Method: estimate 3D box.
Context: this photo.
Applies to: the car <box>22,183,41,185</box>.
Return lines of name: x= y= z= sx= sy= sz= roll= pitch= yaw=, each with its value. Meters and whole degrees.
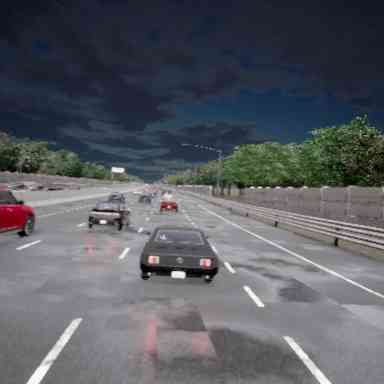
car: x=-29.101 y=-0.819 z=61.857 sx=2.128 sy=1.511 sz=4.902 roll=4 pitch=1 yaw=-5

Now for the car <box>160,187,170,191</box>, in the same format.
car: x=-6.340 y=0.329 z=82.517 sx=2.150 sy=2.045 sz=5.566 roll=4 pitch=1 yaw=-5

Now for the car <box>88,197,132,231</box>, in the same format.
car: x=-4.655 y=1.299 z=19.235 sx=2.128 sy=1.511 sz=4.902 roll=4 pitch=0 yaw=-4

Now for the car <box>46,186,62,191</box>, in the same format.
car: x=-25.628 y=-0.489 z=62.145 sx=1.895 sy=1.301 sz=4.718 roll=4 pitch=1 yaw=-5

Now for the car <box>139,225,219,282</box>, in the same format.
car: x=-0.456 y=1.649 z=9.974 sx=1.895 sy=1.301 sz=4.718 roll=4 pitch=0 yaw=-4

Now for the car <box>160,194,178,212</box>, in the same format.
car: x=-2.610 y=1.395 z=37.861 sx=1.882 sy=1.535 sz=5.008 roll=4 pitch=0 yaw=-5

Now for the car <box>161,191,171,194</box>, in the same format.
car: x=-4.504 y=1.031 z=60.966 sx=1.812 sy=1.442 sz=4.674 roll=4 pitch=1 yaw=-5

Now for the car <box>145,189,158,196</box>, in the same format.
car: x=-8.665 y=0.703 z=68.669 sx=1.895 sy=1.301 sz=4.718 roll=4 pitch=1 yaw=-5

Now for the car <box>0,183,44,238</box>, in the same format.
car: x=-7.569 y=0.767 z=11.819 sx=2.150 sy=2.045 sz=5.566 roll=4 pitch=0 yaw=-4

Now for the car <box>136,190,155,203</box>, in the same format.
car: x=-7.251 y=0.920 z=51.913 sx=1.837 sy=1.490 sz=4.892 roll=4 pitch=1 yaw=-5

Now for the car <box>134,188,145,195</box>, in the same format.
car: x=-13.397 y=0.174 z=82.749 sx=1.895 sy=1.301 sz=4.718 roll=4 pitch=1 yaw=-5

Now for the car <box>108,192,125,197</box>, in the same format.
car: x=-10.210 y=0.784 z=45.257 sx=1.837 sy=1.490 sz=4.892 roll=4 pitch=1 yaw=-5

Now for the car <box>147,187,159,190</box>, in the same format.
car: x=-10.119 y=0.266 z=85.398 sx=1.882 sy=1.535 sz=5.008 roll=4 pitch=1 yaw=-5

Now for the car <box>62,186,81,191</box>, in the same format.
car: x=-22.147 y=-0.333 z=62.472 sx=1.837 sy=1.490 sz=4.892 roll=4 pitch=1 yaw=-5
